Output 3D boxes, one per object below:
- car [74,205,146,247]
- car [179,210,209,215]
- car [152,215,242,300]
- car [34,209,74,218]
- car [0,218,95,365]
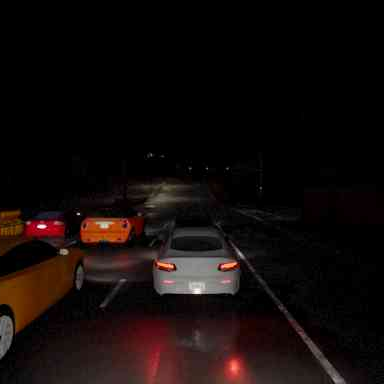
[{"bbox_3d":[-3.406,1.351,15.110,2.097,1.767,4.553,0,0,0],"label":"car"},{"bbox_3d":[0.094,1.601,17.321,1.895,1.301,4.718,0,0,0],"label":"car"},{"bbox_3d":[0.094,1.526,8.273,1.812,1.442,4.674,0,0,0],"label":"car"},{"bbox_3d":[-6.906,1.564,17.324,1.994,1.385,4.181,0,0,0],"label":"car"},{"bbox_3d":[-3.403,1.478,5.749,1.882,1.535,5.008,0,0,0],"label":"car"}]
